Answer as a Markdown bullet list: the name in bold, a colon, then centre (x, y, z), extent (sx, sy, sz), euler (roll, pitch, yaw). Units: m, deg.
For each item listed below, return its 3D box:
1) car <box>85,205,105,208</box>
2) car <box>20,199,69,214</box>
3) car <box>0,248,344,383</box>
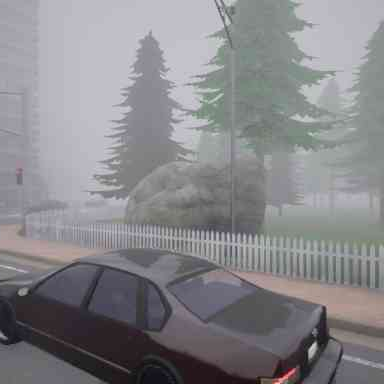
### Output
- **car**: centre (-13.530, 1.545, 46.789), extent (1.895, 1.301, 4.718), euler (0, 0, 0)
- **car**: centre (-15.301, 1.492, 34.954), extent (2.033, 1.411, 5.357), euler (0, 0, 17)
- **car**: centre (-0.893, 1.547, 4.625), extent (5.357, 1.411, 2.033), euler (0, 0, 35)
